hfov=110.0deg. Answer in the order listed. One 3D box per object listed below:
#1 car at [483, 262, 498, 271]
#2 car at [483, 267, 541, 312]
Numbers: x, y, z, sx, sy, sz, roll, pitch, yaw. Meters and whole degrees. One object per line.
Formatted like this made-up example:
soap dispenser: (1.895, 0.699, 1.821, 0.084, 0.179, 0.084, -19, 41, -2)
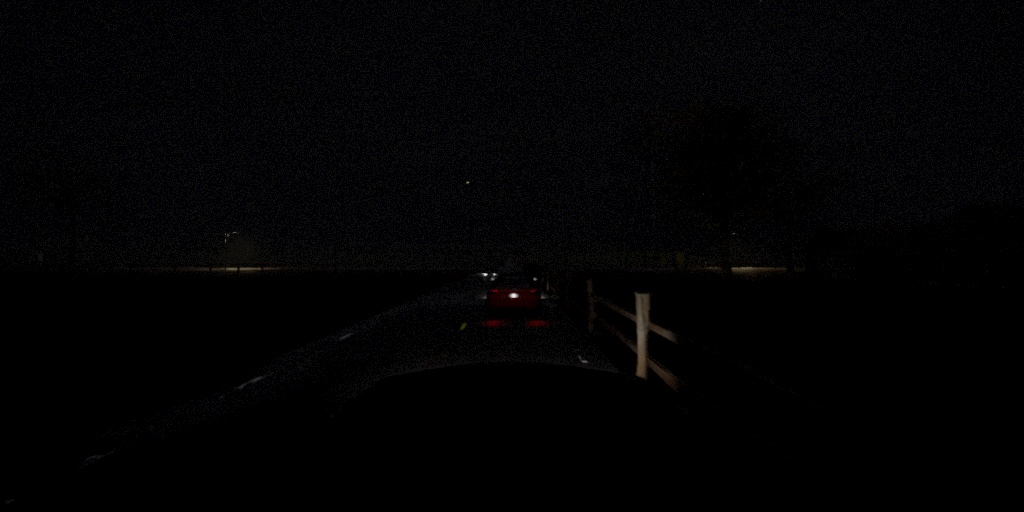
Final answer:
car: (-2.848, 1.537, 48.024, 2.033, 1.411, 5.357, 0, -1, 0)
car: (0.072, 1.323, 14.201, 1.994, 1.385, 4.181, 0, 0, 0)
